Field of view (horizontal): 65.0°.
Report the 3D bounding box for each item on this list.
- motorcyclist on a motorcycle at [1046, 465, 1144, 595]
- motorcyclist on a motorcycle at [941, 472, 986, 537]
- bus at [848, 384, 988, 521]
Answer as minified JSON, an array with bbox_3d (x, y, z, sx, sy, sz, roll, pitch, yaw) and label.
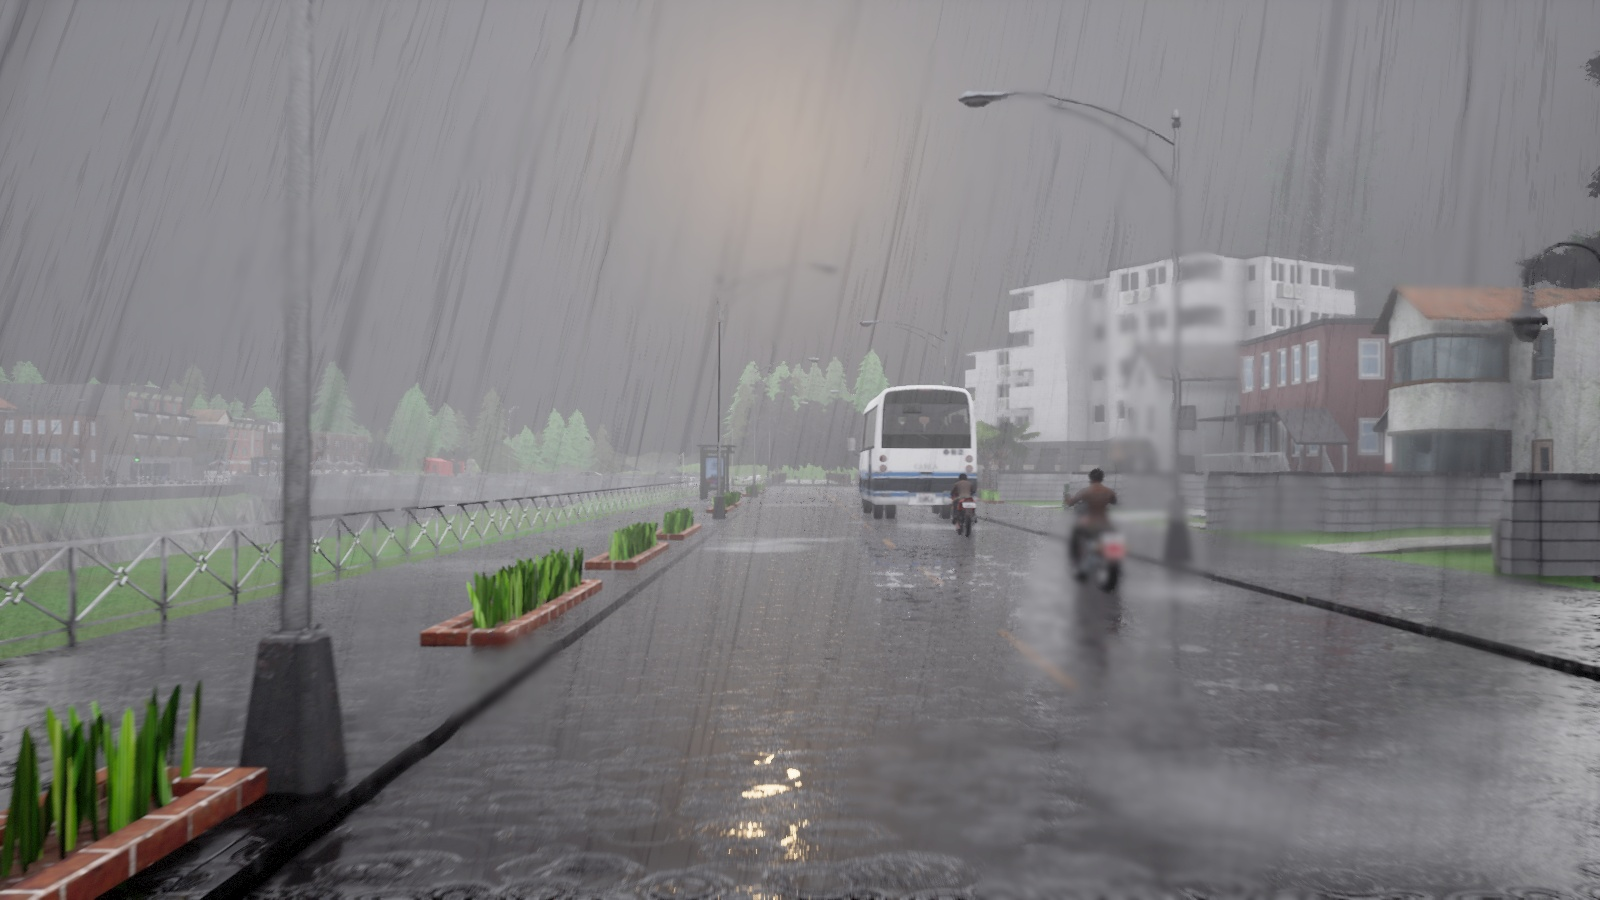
[{"bbox_3d":[3.960,1.035,17.068,0.766,1.649,2.350,0,-1,0],"label":"motorcyclist on a motorcycle"},{"bbox_3d":[3.929,1.288,30.280,0.797,1.523,2.044,0,-1,0],"label":"motorcyclist on a motorcycle"},{"bbox_3d":[3.890,0.166,44.419,3.944,4.253,10.273,0,-1,0],"label":"bus"}]
